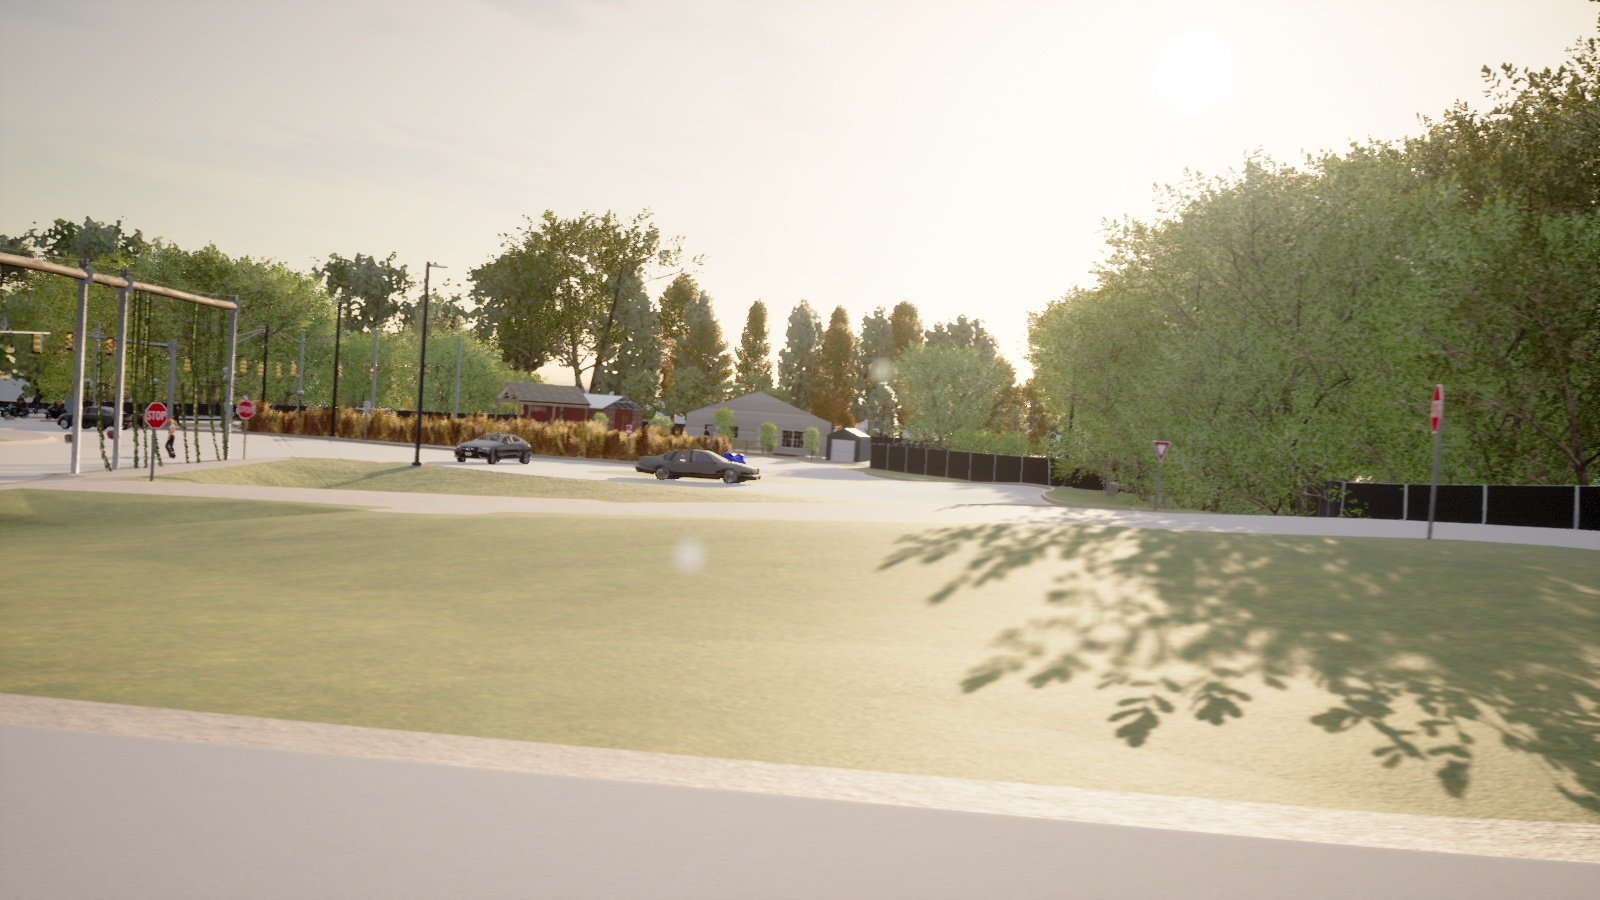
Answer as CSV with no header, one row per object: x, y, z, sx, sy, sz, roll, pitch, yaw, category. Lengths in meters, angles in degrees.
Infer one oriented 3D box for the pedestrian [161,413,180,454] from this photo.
-28.784,-0.773,57.399,0.594,1.836,0.345,4,2,4,pedestrian

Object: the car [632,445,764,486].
-4.419,0.666,54.748,5.357,1.411,2.033,3,1,11,car

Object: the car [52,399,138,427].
-44.273,-2.329,78.877,4.892,1.490,1.837,3,2,17,car

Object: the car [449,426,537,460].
-16.364,-0.367,67.244,2.152,1.651,5.027,4,1,18,car
